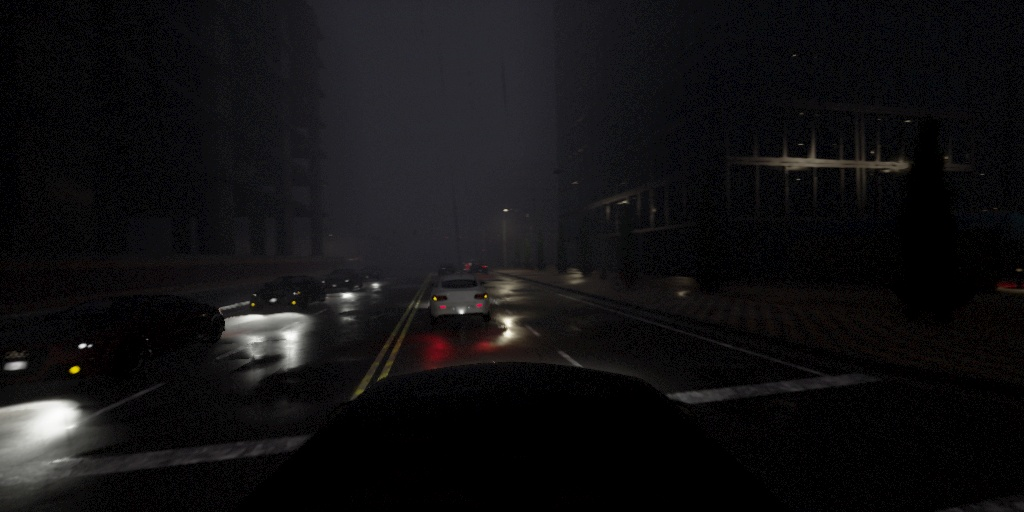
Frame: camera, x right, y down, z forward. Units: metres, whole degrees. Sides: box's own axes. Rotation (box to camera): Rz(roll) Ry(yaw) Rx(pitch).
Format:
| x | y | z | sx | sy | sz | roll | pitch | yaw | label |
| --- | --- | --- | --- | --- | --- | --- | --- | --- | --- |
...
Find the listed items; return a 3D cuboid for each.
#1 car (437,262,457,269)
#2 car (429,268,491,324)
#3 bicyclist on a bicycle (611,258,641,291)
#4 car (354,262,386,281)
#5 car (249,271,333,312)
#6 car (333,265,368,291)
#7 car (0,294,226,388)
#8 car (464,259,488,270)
| x | y | z | sx | sy | sz | roll | pitch | yaw | label |
| --- | --- | --- | --- | --- | --- | --- | --- | --- | --- |
| -6.882 | 1.430 | 37.907 | 2.128 | 1.511 | 4.902 | -1 | 0 | -11 | car |
| -1.837 | 1.326 | 12.332 | 1.812 | 1.442 | 4.674 | -1 | 0 | -10 | car |
| 5.642 | 0.915 | 17.749 | 1.656 | 1.620 | 0.582 | -2 | 0 | -11 | bicyclist on a bicycle |
| -13.545 | 1.630 | 34.699 | 1.812 | 1.442 | 4.674 | -1 | 0 | -11 | car |
| -9.805 | 1.566 | 16.022 | 1.994 | 1.385 | 4.181 | -1 | 0 | -12 | car |
| -11.522 | 1.575 | 24.590 | 1.812 | 1.442 | 4.674 | -1 | 0 | -11 | car |
| -8.071 | 1.519 | 7.473 | 1.994 | 1.385 | 4.181 | -1 | 0 | -12 | car |
| -3.831 | 1.353 | 40.476 | 2.128 | 1.511 | 4.902 | -1 | 0 | -11 | car |
